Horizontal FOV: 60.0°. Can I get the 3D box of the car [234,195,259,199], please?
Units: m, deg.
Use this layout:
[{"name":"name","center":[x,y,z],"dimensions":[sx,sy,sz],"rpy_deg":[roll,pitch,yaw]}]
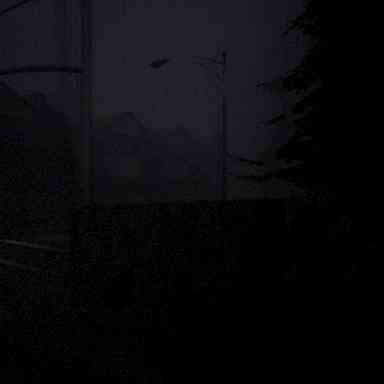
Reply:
[{"name":"car","center":[5.539,1.413,35.420],"dimensions":[2.150,2.045,5.566],"rpy_deg":[0,0,36]}]
